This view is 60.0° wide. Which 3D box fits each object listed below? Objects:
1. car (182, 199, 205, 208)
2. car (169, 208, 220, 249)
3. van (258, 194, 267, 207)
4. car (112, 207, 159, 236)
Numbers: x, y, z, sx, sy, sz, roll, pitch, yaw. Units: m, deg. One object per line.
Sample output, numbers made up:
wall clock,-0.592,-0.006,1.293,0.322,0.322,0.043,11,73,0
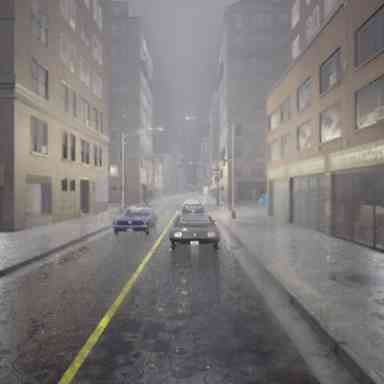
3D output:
car,0.114,1.397,29.645,2.128,1.511,4.902,0,0,0
car,0.102,1.558,14.235,1.895,1.301,4.718,0,0,0
van,11.679,1.177,47.899,3.998,1.788,1.690,0,0,1
car,-3.001,1.544,18.358,1.895,1.301,4.718,0,0,0
